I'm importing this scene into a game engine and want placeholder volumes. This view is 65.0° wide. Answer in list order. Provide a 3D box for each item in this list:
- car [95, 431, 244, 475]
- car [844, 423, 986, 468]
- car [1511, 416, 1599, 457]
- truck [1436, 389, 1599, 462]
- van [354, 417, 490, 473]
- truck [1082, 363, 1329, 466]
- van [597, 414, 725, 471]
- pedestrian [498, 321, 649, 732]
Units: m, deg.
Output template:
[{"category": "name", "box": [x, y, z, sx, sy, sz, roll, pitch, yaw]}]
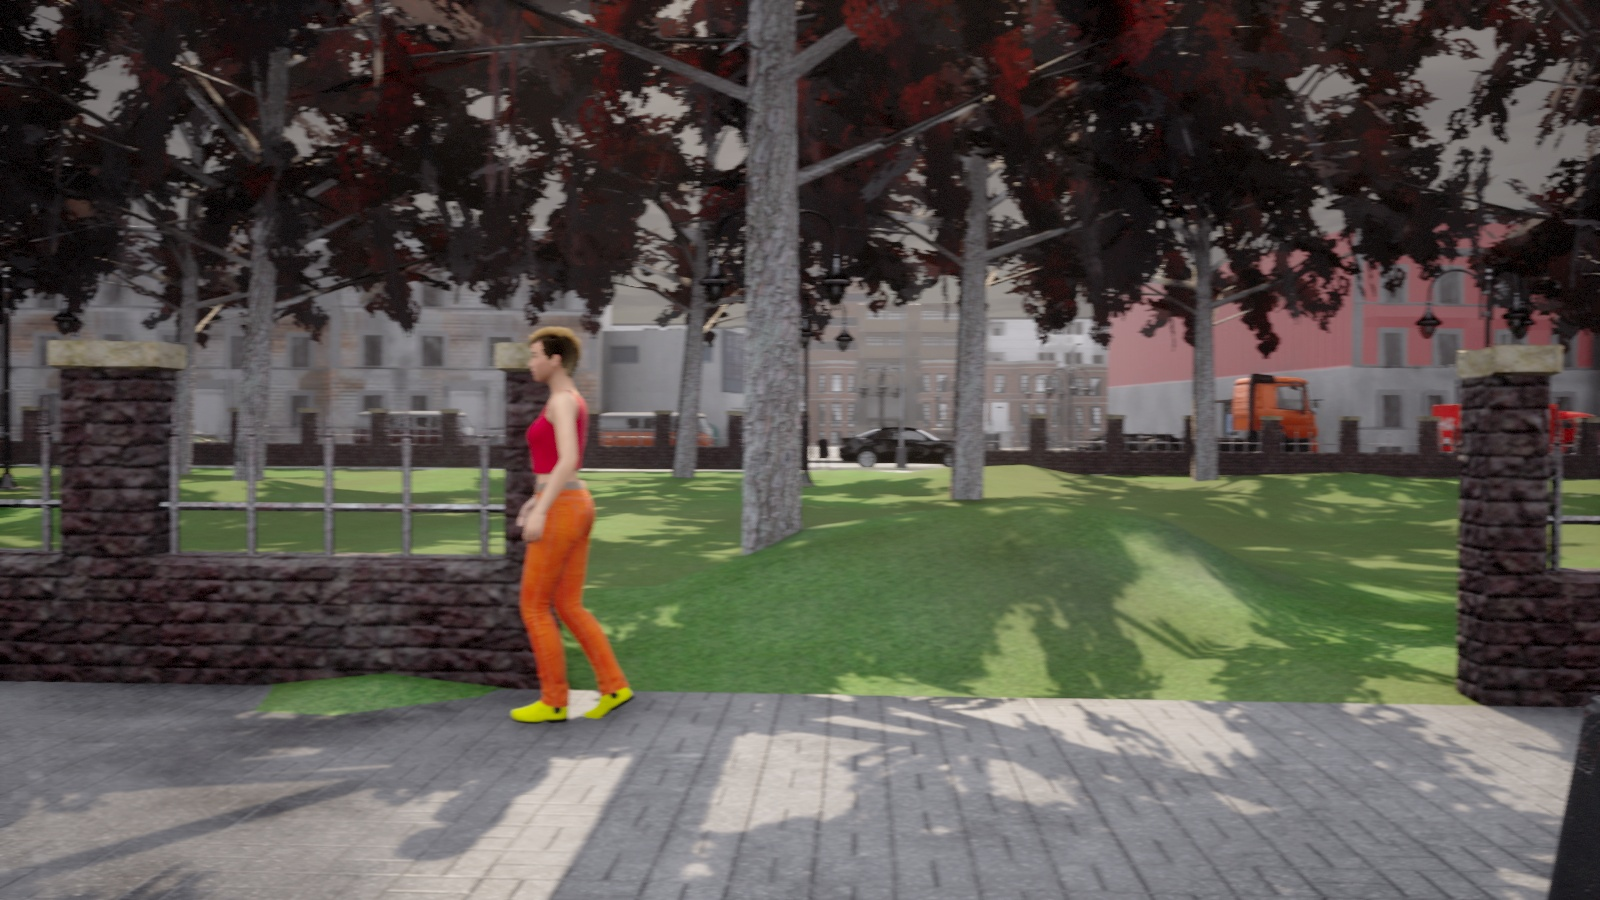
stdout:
[{"category": "car", "box": [-23.479, 0.098, 46.871, 4.514, 1.525, 2.007, -1, 1, 3]}, {"category": "car", "box": [4.124, -0.168, 45.516, 5.008, 1.535, 1.882, -1, 1, 3]}, {"category": "car", "box": [30.350, -0.545, 48.210, 4.902, 1.511, 2.128, -1, 1, 3]}, {"category": "truck", "box": [25.770, -0.866, 44.426, 5.204, 2.467, 2.627, -1, 1, 3]}, {"category": "van", "box": [-13.925, -0.199, 46.404, 4.442, 1.987, 1.775, -1, 1, 3]}, {"category": "truck", "box": [14.369, -1.238, 44.986, 7.936, 3.462, 2.891, -1, 1, 3]}, {"category": "van", "box": [-5.047, -0.295, 45.969, 4.442, 1.987, 1.775, -1, 1, 3]}, {"category": "pedestrian", "box": [-1.035, 0.345, 5.793, 0.594, 1.836, 0.345, -1, 1, 3]}]
